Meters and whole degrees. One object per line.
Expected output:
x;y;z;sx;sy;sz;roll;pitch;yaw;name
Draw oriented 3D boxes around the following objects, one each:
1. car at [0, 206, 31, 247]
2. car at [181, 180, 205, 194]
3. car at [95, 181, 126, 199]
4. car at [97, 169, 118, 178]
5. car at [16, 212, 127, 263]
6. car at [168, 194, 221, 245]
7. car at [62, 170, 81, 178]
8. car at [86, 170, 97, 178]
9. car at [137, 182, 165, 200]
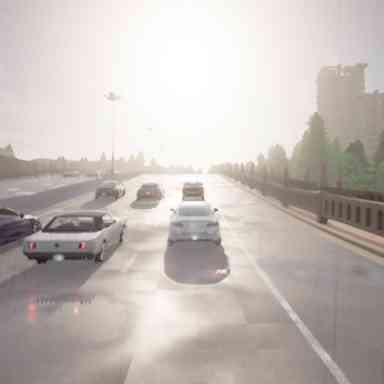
-6.906;1.176;11.272;1.812;1.442;4.674;0;3;0;car
0.088;-0.347;28.972;1.882;1.535;5.008;0;6;0;car
-6.912;-0.239;28.380;1.812;1.442;4.674;0;6;0;car
-14.069;-3.148;57.281;2.128;1.511;4.902;0;6;1;car
-3.405;1.280;10.716;1.895;1.301;4.718;0;3;0;car
0.080;1.081;12.962;1.812;1.442;4.674;0;3;0;car
-21.059;-3.163;58.160;1.994;1.385;4.181;0;6;1;car
-17.548;-3.303;59.566;1.994;1.385;4.181;0;6;1;car
-3.412;-0.156;27.927;1.994;1.385;4.181;0;6;0;car
